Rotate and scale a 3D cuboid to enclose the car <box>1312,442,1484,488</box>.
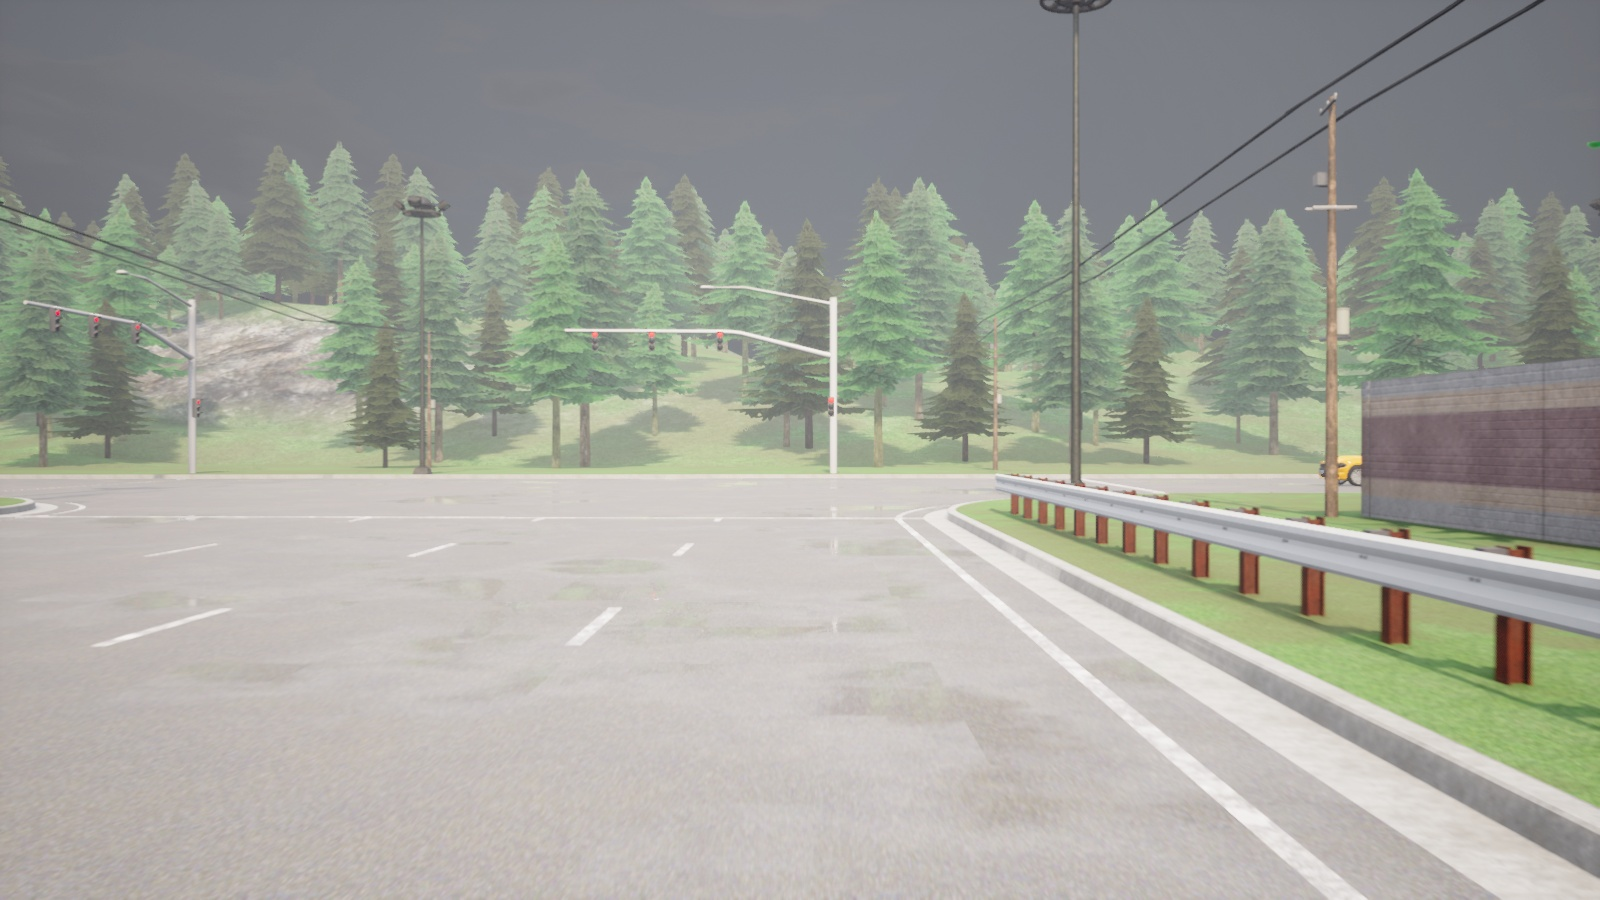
[{"bbox_3d":[20.484,0.497,43.162,5.008,1.535,1.882,0,0,1],"label":"car"}]
